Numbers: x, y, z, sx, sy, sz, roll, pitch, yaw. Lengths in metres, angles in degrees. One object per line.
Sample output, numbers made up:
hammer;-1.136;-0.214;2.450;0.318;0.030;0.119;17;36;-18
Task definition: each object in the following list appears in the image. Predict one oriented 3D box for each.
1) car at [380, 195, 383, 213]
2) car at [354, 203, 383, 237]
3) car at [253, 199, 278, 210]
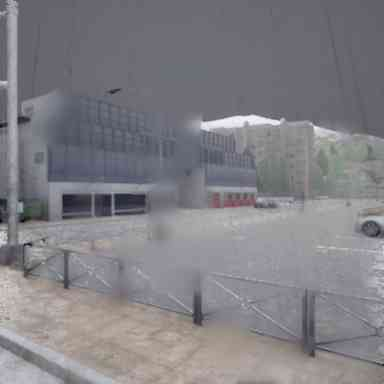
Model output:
car;22.142;1.296;34.360;4.605;1.855;1.932;0;0;35
car;9.952;1.428;15.890;3.806;1.475;1.970;0;0;35
car;10.660;1.786;48.023;2.033;1.411;5.357;0;0;36
